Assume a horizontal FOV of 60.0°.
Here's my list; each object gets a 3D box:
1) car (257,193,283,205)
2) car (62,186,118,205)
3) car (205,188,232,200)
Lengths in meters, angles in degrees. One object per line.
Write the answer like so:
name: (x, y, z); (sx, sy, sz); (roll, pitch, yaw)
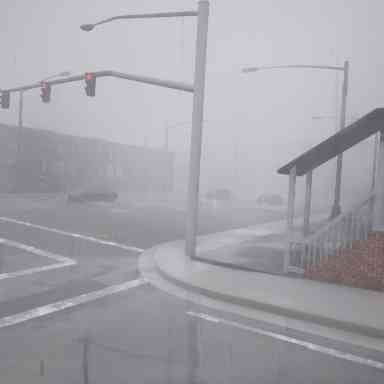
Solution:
car: (9.610, 0.780, 40.773); (1.994, 1.385, 4.181); (5, 3, 36)
car: (-8.432, 0.217, 27.964); (2.128, 1.511, 4.902); (5, 3, 36)
car: (3.647, 0.240, 44.713); (1.837, 1.490, 4.892); (5, 2, 36)
